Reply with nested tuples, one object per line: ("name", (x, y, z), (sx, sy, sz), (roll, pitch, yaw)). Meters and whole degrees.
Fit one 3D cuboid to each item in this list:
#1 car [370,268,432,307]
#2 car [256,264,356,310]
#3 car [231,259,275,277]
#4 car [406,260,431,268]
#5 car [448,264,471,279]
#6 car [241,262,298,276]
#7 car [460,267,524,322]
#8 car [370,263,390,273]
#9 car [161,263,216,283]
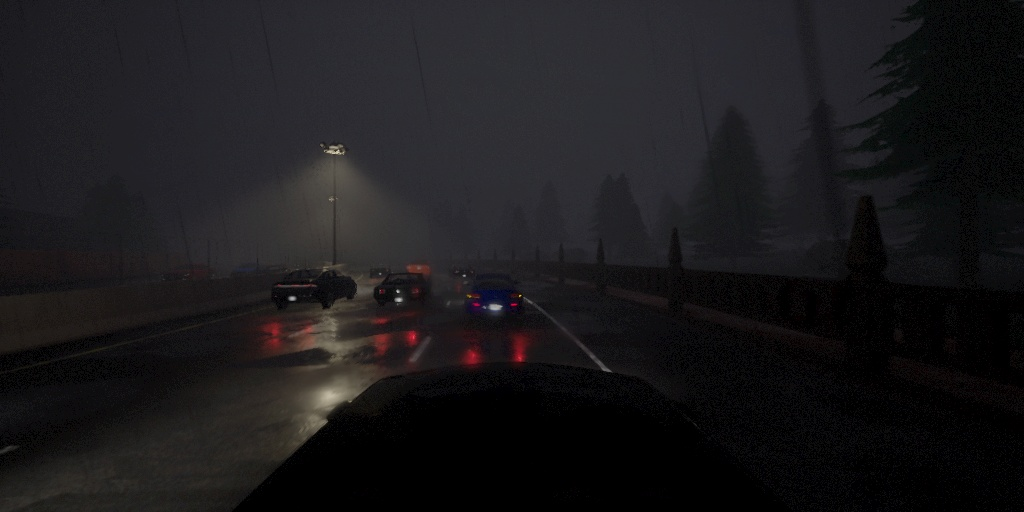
("car", (-4.583, 1.368, 15.786), (1.895, 1.301, 4.718), (0, 0, -8))
("car", (-8.033, 1.272, 14.982), (2.128, 1.511, 4.902), (0, 0, -8))
("car", (-23.105, 1.316, 31.880), (1.882, 1.535, 5.008), (0, 0, -20))
("car", (-8.856, 1.136, 33.885), (2.097, 1.767, 4.553), (0, 0, -18))
("car", (-4.642, 1.369, 32.315), (1.895, 1.301, 4.718), (0, 0, -16))
("car", (-17.738, 1.382, 26.462), (1.994, 1.385, 4.181), (0, 0, -16))
("car", (-0.674, 1.278, 12.327), (1.812, 1.442, 4.674), (0, 0, -5))
("car", (-13.346, 1.402, 36.356), (1.895, 1.301, 4.718), (0, 0, -20))
("car", (-25.702, 1.326, 28.695), (1.882, 1.535, 5.008), (0, 0, -19))
